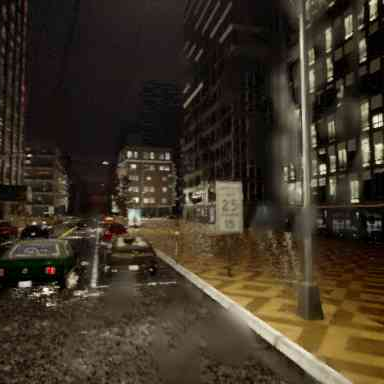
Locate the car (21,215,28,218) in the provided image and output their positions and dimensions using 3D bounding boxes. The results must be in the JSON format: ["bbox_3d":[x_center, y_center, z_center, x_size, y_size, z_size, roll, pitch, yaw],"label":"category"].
[{"bbox_3d":[-41.433,5.671,78.806,4.507,1.381,1.887,2,-5,-16],"label":"car"}]

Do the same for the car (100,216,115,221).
[{"bbox_3d":[-8.313,3.431,33.851,1.887,1.381,4.507,1,-3,-15],"label":"car"}]

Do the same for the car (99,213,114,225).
[{"bbox_3d":[-14.228,4.405,55.266,2.192,1.841,5.009,1,-3,-15],"label":"car"}]

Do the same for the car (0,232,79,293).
[{"bbox_3d":[-4.756,2.183,10.655,1.895,1.301,4.718,1,-3,-13],"label":"car"}]

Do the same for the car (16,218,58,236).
[{"bbox_3d":[-12.357,3.050,26.755,1.994,1.385,4.181,1,-3,-15],"label":"car"}]

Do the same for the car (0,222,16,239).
[{"bbox_3d":[-14.913,3.041,26.272,1.802,1.307,4.206,1,-3,-15],"label":"car"}]

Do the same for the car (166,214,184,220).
[{"bbox_3d":[-4.794,6.753,89.211,4.097,1.590,1.967,2,-5,-16],"label":"car"}]

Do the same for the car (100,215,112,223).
[{"bbox_3d":[-15.710,4.936,60.604,1.887,1.381,4.507,1,-3,-15],"label":"car"}]

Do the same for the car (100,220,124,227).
[{"bbox_3d":[-5.355,2.866,23.148,1.802,1.307,4.206,1,-3,-15],"label":"car"}]

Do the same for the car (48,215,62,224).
[{"bbox_3d":[-22.263,4.479,52.866,1.752,1.417,4.829,1,-3,-15],"label":"car"}]

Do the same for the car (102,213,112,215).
[{"bbox_3d":[-12.749,4.104,49.916,2.192,1.841,5.009,1,-3,-15],"label":"car"}]

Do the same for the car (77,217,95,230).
[{"bbox_3d":[-12.723,3.712,40.061,1.882,1.535,5.008,1,-3,-15],"label":"car"}]

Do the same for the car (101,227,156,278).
[{"bbox_3d":[-2.396,2.234,12.448,2.008,1.369,4.403,1,-3,-15],"label":"car"}]
